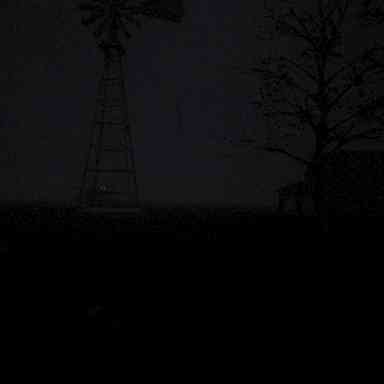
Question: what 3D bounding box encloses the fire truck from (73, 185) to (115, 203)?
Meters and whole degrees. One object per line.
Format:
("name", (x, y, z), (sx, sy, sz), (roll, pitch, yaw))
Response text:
("fire truck", (-19.649, 0.494, 67.379), (2.891, 3.827, 8.468), (2, 0, 35))
